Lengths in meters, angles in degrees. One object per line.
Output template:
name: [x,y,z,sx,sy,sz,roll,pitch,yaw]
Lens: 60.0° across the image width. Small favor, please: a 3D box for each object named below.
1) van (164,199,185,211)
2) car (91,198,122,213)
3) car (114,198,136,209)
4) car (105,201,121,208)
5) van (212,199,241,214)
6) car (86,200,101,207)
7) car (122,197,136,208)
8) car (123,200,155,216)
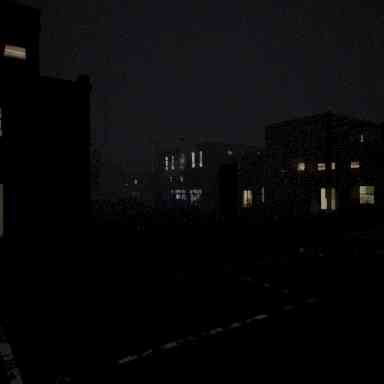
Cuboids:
van: [-2.624,1.868,48.834,1.690,1.788,3.998,-2,0,-36]
car: [-12.728,2.001,48.516,2.192,1.841,5.009,-2,0,-36]
car: [-12.638,2.084,62.546,2.192,1.841,5.009,-2,0,-36]
car: [-15.968,2.432,67.116,1.802,1.307,4.206,-2,0,-36]
van: [4.051,1.707,39.694,1.690,1.788,3.998,-2,0,-36]
car: [-22.644,2.594,76.257,1.802,1.307,4.206,-2,0,-36]
car: [-11.251,1.930,56.277,2.150,2.045,5.566,-1,0,-36]
car: [-5.947,2.047,39.239,1.752,1.417,4.829,-2,0,-36]
